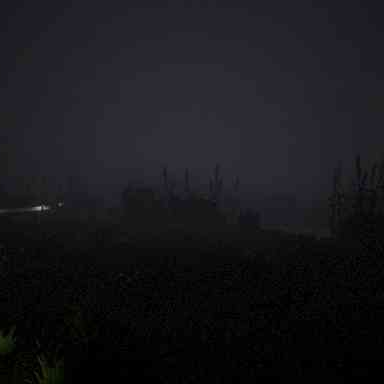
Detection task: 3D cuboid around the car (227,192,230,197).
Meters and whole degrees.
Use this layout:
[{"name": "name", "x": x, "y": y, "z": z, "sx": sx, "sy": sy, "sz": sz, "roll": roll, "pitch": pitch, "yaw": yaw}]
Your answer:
[{"name": "car", "x": 3.920, "y": 0.726, "z": 46.146, "sx": 2.097, "sy": 1.767, "sz": 4.553, "roll": 0, "pitch": -1, "yaw": 44}]

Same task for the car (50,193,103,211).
[{"name": "car", "x": -10.576, "y": 0.961, "z": 30.403, "sx": 2.097, "sy": 1.767, "sz": 4.553, "roll": 0, "pitch": 3, "yaw": 40}]
